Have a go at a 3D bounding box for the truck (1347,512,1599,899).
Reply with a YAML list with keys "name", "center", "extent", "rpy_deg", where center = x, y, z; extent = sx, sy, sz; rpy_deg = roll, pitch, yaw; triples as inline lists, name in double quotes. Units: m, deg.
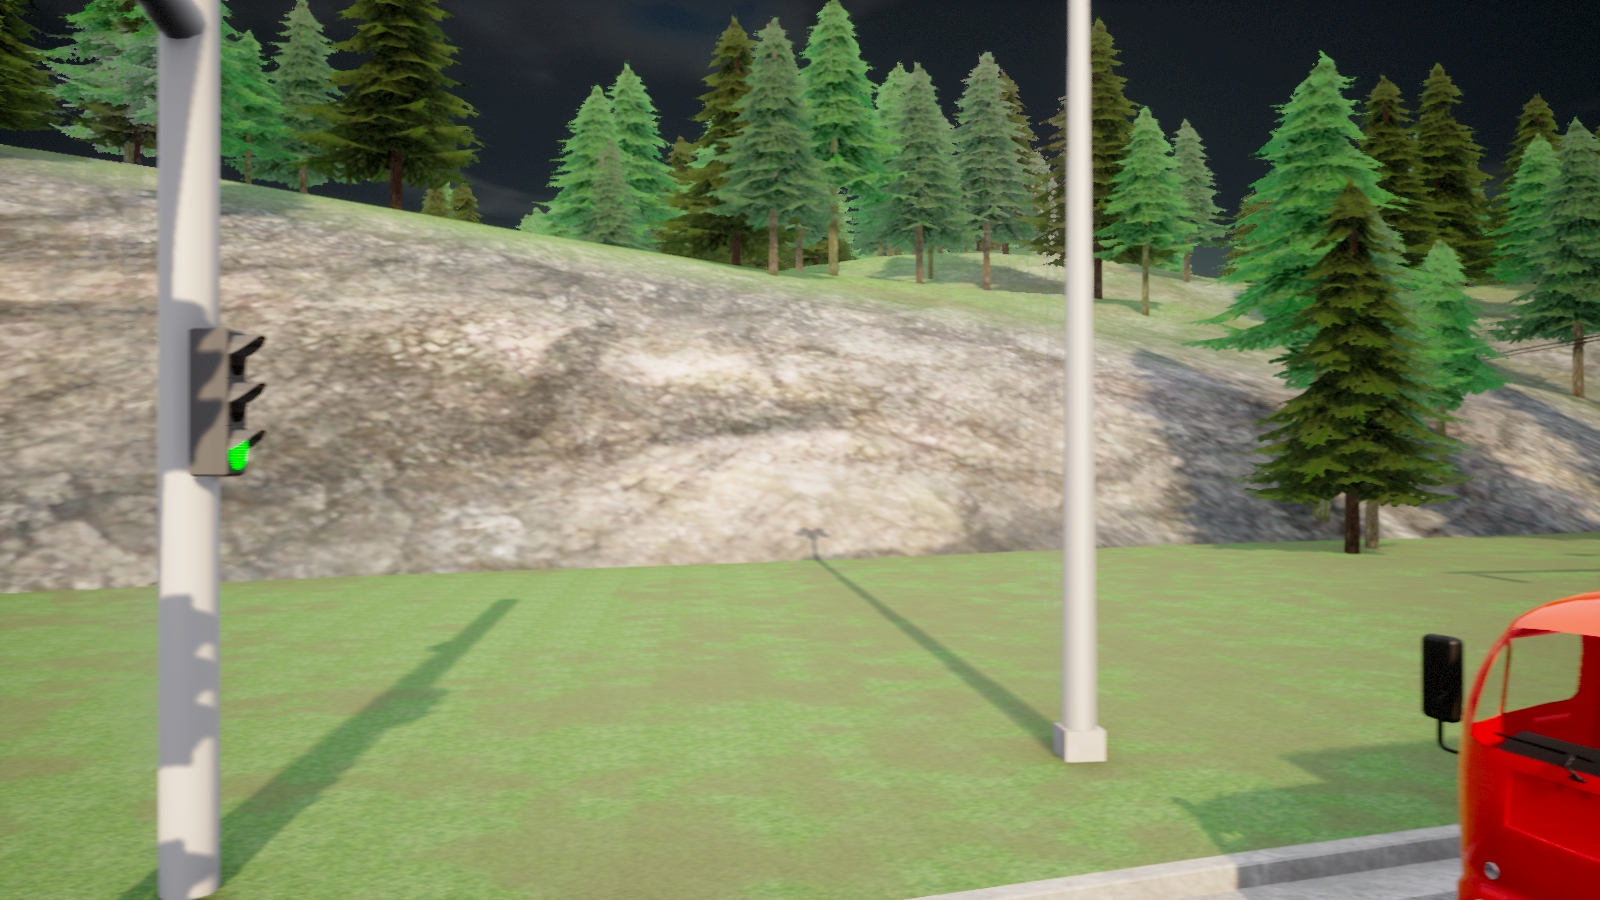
- name: "truck"
  center: [5.618, 1.565, 5.239]
  extent: [5.204, 2.467, 2.627]
  rpy_deg: [0, 0, -17]
